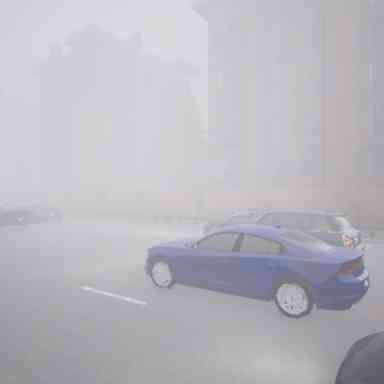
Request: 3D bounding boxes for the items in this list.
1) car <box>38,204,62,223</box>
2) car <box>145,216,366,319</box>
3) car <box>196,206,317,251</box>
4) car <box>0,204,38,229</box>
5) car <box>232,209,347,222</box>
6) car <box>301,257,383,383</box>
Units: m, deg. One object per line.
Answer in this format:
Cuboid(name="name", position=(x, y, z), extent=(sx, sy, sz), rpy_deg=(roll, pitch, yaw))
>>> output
Cuboid(name="car", position=(-11.785, 1.585, 25.303), extent=(4.181, 1.385, 1.994), rpy_deg=(0, 0, 36))
Cuboid(name="car", position=(1.142, 1.480, 7.478), extent=(5.008, 1.535, 1.882), rpy_deg=(0, 0, 36))
Cuboid(name="car", position=(2.785, 1.497, 14.904), extent=(4.902, 1.511, 2.128), rpy_deg=(0, 0, 36))
Cuboid(name="car", position=(-12.285, 1.496, 21.358), extent=(5.008, 1.535, 1.882), rpy_deg=(0, 0, 35))
Cuboid(name="car", position=(2.872, 1.357, 10.539), extent=(4.553, 1.767, 2.097), rpy_deg=(0, 0, 36))
Cuboid(name="car", position=(3.303, 1.502, 1.635), extent=(4.892, 1.490, 1.837), rpy_deg=(0, 0, 36))
